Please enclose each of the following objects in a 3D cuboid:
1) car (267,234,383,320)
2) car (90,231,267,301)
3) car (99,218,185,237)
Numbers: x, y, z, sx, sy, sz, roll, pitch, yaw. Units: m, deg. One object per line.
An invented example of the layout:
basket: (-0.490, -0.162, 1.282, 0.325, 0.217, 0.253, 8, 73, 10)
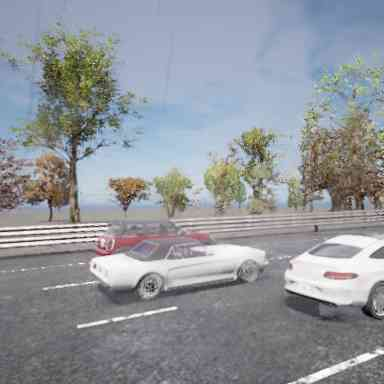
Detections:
car: (4.189, 1.681, 7.574, 4.674, 1.442, 1.812, 0, -2, -29)
car: (-0.209, 1.912, 9.131, 4.718, 1.301, 1.895, 0, -2, -29)
car: (-1.261, 1.809, 12.552, 4.553, 1.767, 2.097, 0, -2, -29)
